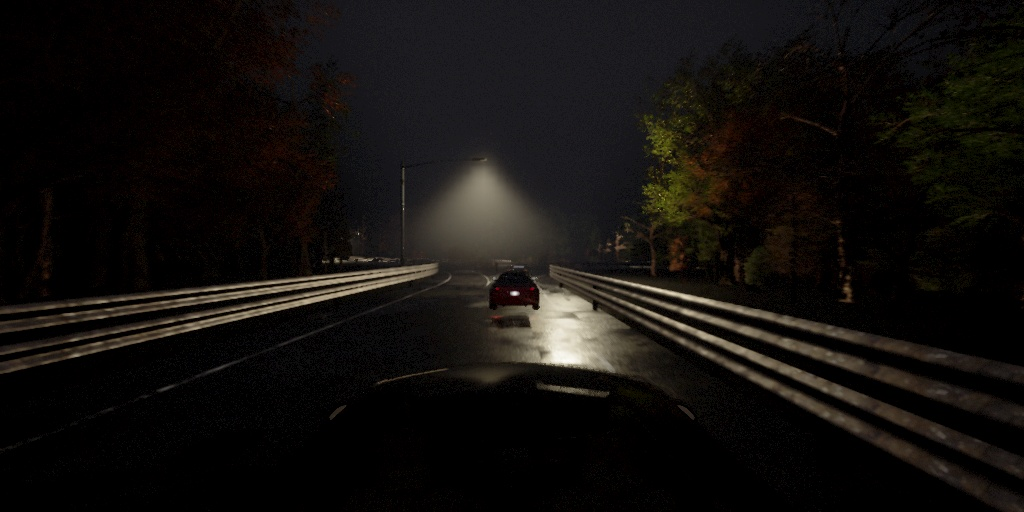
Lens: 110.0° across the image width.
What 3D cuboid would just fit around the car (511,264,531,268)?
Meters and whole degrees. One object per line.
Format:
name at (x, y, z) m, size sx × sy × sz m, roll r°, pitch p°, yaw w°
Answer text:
car at (0.782, 1.420, 33.681) m, size 1.994 × 1.385 × 4.181 m, roll 1°, pitch 0°, yaw 7°

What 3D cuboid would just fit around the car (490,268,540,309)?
car at (0.102, 1.368, 15.301) m, size 1.994 × 1.385 × 4.181 m, roll 0°, pitch 0°, yaw 0°
